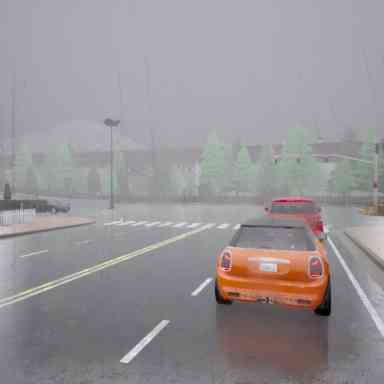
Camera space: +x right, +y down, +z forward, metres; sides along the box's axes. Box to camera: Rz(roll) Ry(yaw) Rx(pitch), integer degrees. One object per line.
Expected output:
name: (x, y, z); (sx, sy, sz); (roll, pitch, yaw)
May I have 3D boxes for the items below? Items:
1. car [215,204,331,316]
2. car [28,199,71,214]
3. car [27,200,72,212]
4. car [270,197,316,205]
car: (2.056, 1.352, 7.890); (2.097, 1.767, 4.553); (0, 0, 19)
car: (-15.227, 1.502, 35.212); (4.892, 1.490, 1.837); (0, 0, 18)
car: (-16.814, 1.592, 39.325); (4.718, 1.301, 1.895); (0, 0, 16)
car: (4.271, 1.221, 14.150); (2.150, 2.045, 5.566); (0, 0, 16)
